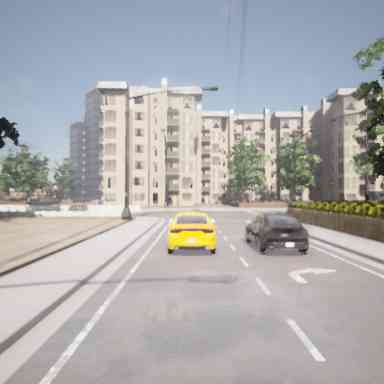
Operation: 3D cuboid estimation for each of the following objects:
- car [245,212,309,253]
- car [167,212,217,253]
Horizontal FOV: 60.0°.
[{"bbox_3d":[3.495,1.642,14.306,1.837,1.490,4.892,0,0,0],"label":"car"},{"bbox_3d":[-0.004,1.614,14.479,1.882,1.535,5.008,0,0,0],"label":"car"}]
